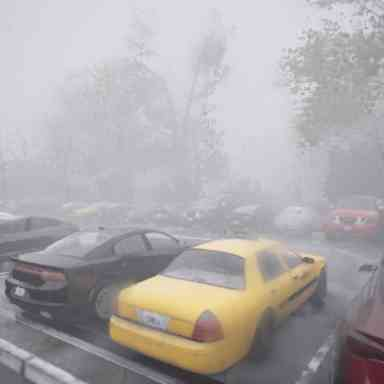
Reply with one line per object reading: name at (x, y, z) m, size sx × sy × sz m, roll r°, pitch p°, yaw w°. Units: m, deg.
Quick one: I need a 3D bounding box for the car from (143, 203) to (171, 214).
car at (-0.746, 1.535, 23.102) m, size 2.163 × 1.488 × 4.792 m, roll 0°, pitch 0°, yaw 35°

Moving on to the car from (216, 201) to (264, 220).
car at (3.773, 1.487, 19.845) m, size 2.097 × 1.535 × 5.008 m, roll 0°, pitch 0°, yaw 35°

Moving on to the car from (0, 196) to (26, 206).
car at (-10.490, 1.264, 13.982) m, size 2.435 × 2.045 × 5.566 m, roll 0°, pitch 0°, yaw 35°

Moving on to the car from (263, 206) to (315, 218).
car at (5.942, 1.520, 18.305) m, size 2.002 × 1.452 × 4.674 m, roll 0°, pitch 0°, yaw 35°

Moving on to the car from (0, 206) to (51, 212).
car at (-8.221, 1.505, 12.327) m, size 2.231 × 1.521 × 4.892 m, roll 0°, pitch 0°, yaw 36°

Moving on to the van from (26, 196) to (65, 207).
van at (-14.311, 1.351, 32.868) m, size 1.878 × 1.987 × 4.442 m, roll 0°, pitch 0°, yaw 36°

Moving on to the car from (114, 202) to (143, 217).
car at (-3.049, 1.547, 24.669) m, size 2.163 × 1.488 × 4.792 m, roll 0°, pitch 0°, yaw 35°

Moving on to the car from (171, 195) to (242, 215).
car at (1.488, 1.244, 21.443) m, size 2.435 × 2.045 × 5.566 m, roll 0°, pitch 0°, yaw 35°

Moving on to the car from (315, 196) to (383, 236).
car at (8.296, 1.224, 16.598) m, size 2.435 × 2.045 × 5.566 m, roll 0°, pitch 0°, yaw 35°

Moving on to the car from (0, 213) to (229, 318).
car at (-1.372, 1.478, 7.453) m, size 2.097 × 1.535 × 5.008 m, roll 0°, pitch 0°, yaw 35°

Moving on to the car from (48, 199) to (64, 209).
car at (-9.841, 1.593, 29.537) m, size 2.002 × 1.452 × 4.674 m, roll 0°, pitch 0°, yaw 35°

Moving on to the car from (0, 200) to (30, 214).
car at (-21.172, 1.669, 37.623) m, size 2.002 × 1.452 × 4.674 m, roll -1°, pitch 0°, yaw 36°

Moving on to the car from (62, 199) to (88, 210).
car at (-7.678, 1.538, 27.773) m, size 1.946 × 1.575 × 5.366 m, roll 0°, pitch 0°, yaw 35°

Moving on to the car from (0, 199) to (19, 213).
car at (-23.438, 1.652, 39.246) m, size 2.097 × 1.535 × 5.008 m, roll -1°, pitch 0°, yaw 36°

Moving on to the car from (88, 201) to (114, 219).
car at (-5.304, 1.529, 26.304) m, size 2.097 × 1.535 × 5.008 m, roll 0°, pitch 0°, yaw 35°

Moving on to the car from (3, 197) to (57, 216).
car at (-16.660, 1.466, 34.362) m, size 2.185 × 1.767 × 4.553 m, roll 0°, pitch 0°, yaw 35°

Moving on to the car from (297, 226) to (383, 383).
car at (3.213, 1.500, 4.233) m, size 2.163 × 1.488 × 4.792 m, roll 0°, pitch 0°, yaw 35°

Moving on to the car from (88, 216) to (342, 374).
car at (1.020, 1.471, 5.986) m, size 1.946 × 1.575 × 5.366 m, roll 0°, pitch 0°, yaw 35°

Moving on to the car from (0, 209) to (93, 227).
car at (-5.955, 1.523, 10.685) m, size 2.163 × 1.488 × 4.792 m, roll 0°, pitch 0°, yaw 35°
